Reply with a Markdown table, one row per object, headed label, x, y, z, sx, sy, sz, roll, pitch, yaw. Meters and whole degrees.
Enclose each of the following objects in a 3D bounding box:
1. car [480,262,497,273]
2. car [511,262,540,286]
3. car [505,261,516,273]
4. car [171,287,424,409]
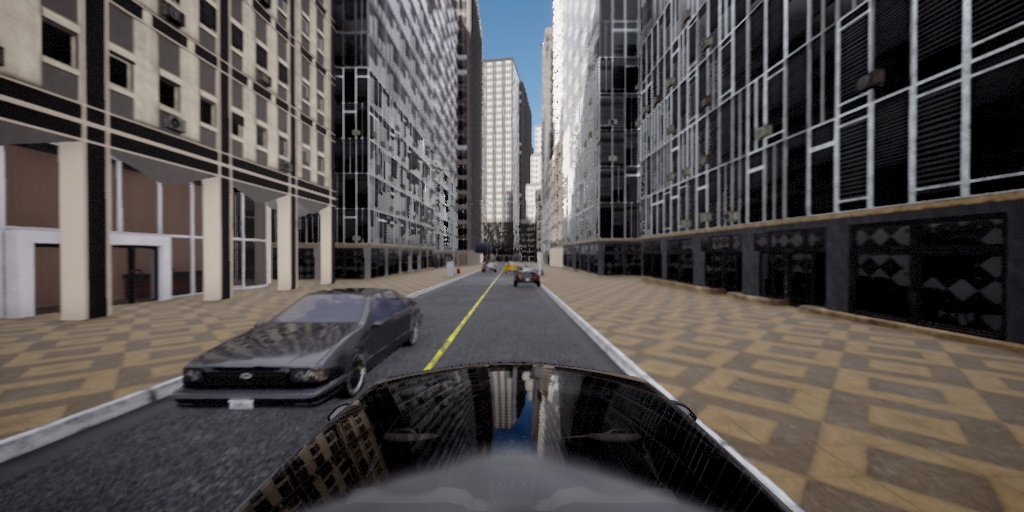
| label | x | y | z | sx | sy | sz | roll | pitch | yaw |
| --- | --- | --- | --- | --- | --- | --- | --- | --- | --- |
| car | -3.070 | 1.543 | 48.632 | 1.812 | 1.442 | 4.674 | 0 | 0 | 0 |
| car | 1.053 | 1.409 | 26.304 | 1.812 | 1.442 | 4.674 | 0 | 0 | 0 |
| car | 0.037 | 1.490 | 47.723 | 1.882 | 1.535 | 5.008 | 0 | 0 | 1 |
| car | -3.099 | 1.323 | 6.766 | 2.033 | 1.411 | 5.357 | 0 | 0 | 0 |
